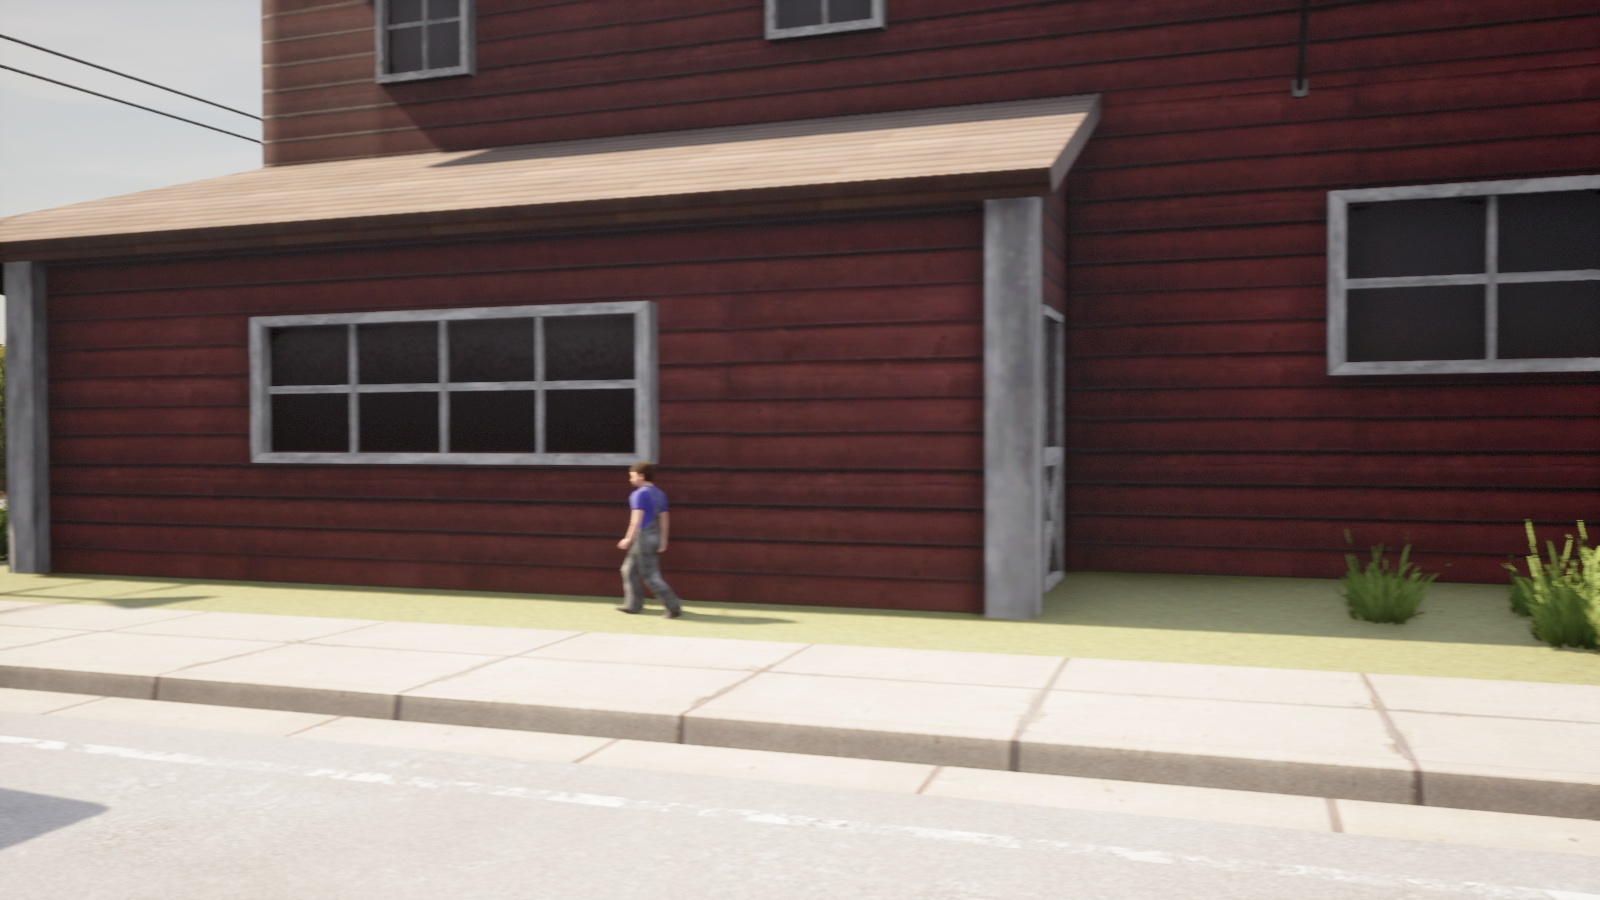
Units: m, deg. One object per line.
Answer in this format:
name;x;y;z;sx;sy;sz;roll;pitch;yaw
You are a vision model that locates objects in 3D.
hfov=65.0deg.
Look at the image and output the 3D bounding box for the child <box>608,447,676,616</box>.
child;-1.211;0.610;9.622;0.437;1.263;0.270;1;1;23
